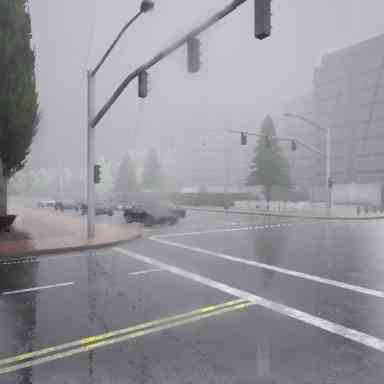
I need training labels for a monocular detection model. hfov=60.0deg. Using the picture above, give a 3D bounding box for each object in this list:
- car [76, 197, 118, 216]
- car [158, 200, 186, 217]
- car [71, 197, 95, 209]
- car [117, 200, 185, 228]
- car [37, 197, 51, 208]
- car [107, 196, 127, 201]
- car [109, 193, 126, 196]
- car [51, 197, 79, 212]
[{"bbox_3d":[-9.000,1.506,31.304,1.837,1.490,4.892,0,0,-36],"label":"car"},{"bbox_3d":[-2.433,1.477,28.159,1.882,1.535,5.008,0,0,-36],"label":"car"},{"bbox_3d":[-15.062,1.505,45.795,1.837,1.490,4.892,0,0,-35],"label":"car"},{"bbox_3d":[-2.970,1.548,22.793,2.033,1.411,5.357,0,0,-34],"label":"car"},{"bbox_3d":[-21.036,1.526,48.162,1.812,1.442,4.674,0,0,-35],"label":"car"},{"bbox_3d":[-9.164,1.492,37.546,2.128,1.511,4.902,0,0,-36],"label":"car"},{"bbox_3d":[-12.510,1.221,54.568,2.150,2.045,5.566,0,0,-36],"label":"car"},{"bbox_3d":[-15.093,1.526,39.819,1.812,1.442,4.674,0,0,-35],"label":"car"}]
